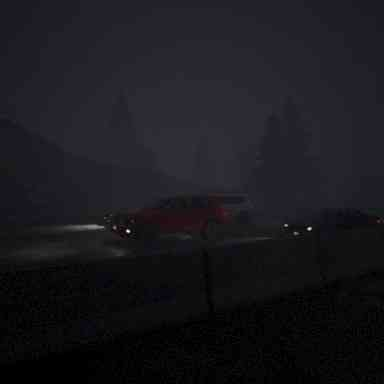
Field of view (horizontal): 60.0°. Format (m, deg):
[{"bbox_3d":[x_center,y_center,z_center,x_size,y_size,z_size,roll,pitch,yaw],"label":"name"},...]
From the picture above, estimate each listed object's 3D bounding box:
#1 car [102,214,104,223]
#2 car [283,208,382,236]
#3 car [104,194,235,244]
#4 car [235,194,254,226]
[{"bbox_3d":[-3.822,1.484,22.155,4.181,1.385,1.994,0,0,-31],"label":"car"},{"bbox_3d":[7.027,1.495,16.389,5.357,1.411,2.033,0,0,-29],"label":"car"},{"bbox_3d":[-0.960,1.166,15.738,5.566,2.045,2.150,0,0,-32],"label":"car"},{"bbox_3d":[1.428,1.149,21.254,5.566,2.045,2.150,0,0,-30],"label":"car"}]
